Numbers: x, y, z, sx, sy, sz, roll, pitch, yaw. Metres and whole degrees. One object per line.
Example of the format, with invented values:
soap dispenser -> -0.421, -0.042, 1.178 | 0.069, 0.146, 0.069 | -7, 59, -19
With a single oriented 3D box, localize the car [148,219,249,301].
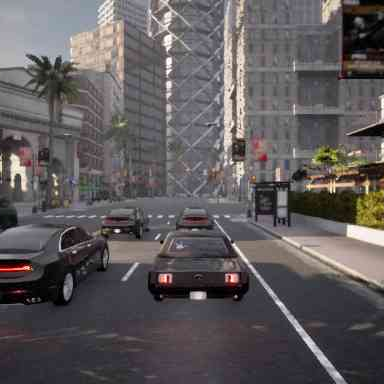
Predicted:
car -> 0.122, 1.601, 8.285 | 1.895, 1.301, 4.718 | 0, 0, 0

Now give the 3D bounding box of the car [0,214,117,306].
car -> -3.370, 1.505, 8.027 | 1.837, 1.490, 4.892 | 0, 0, 0

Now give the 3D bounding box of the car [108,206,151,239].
car -> -3.362, 1.505, 17.433 | 1.837, 1.490, 4.892 | 0, 0, 0

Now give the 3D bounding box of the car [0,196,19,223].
car -> -10.477, 1.226, 15.747 | 2.150, 2.045, 5.566 | 0, 0, 0

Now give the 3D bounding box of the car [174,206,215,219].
car -> 0.137, 1.505, 17.548 | 1.837, 1.490, 4.892 | 0, 0, 0
